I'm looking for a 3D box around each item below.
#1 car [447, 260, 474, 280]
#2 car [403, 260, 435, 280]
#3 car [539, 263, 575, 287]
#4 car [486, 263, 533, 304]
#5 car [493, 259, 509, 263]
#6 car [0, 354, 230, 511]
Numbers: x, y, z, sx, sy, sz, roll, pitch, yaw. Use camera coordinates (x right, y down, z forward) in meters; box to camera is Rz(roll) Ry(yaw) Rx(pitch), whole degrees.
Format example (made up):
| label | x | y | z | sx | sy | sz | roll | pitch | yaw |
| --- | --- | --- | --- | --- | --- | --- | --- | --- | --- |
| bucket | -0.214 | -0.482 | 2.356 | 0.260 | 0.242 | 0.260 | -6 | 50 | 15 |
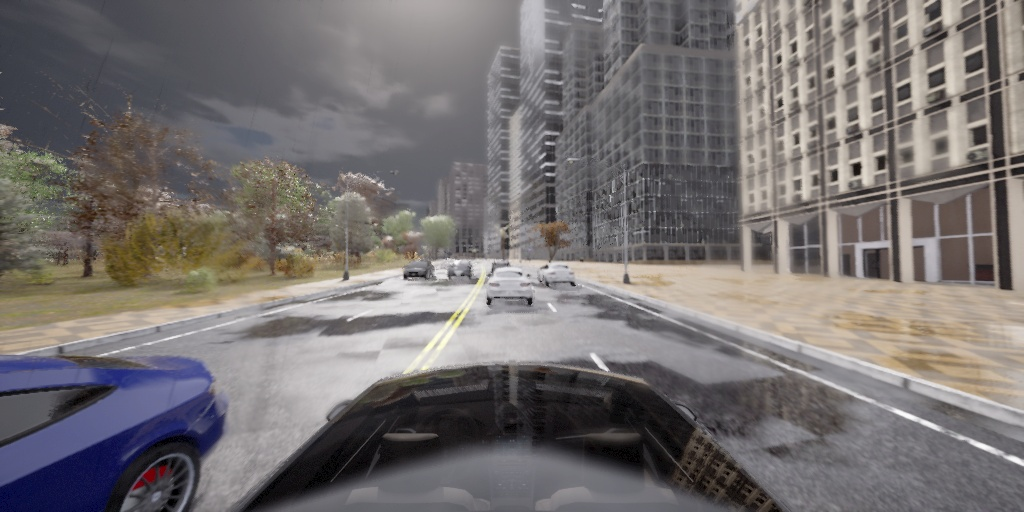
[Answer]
| label | x | y | z | sx | sy | sz | roll | pitch | yaw |
| --- | --- | --- | --- | --- | --- | --- | --- | --- | --- |
| car | -4.141 | 1.074 | 29.264 | 2.128 | 1.511 | 4.902 | 0 | 0 | -3 |
| car | -7.370 | 1.090 | 28.790 | 1.837 | 1.490 | 4.892 | 0 | 0 | -3 |
| car | 2.853 | 1.143 | 23.220 | 1.812 | 1.442 | 4.674 | 0 | 0 | -2 |
| car | -0.135 | 1.189 | 15.594 | 1.812 | 1.442 | 4.674 | 0 | 0 | -1 |
| car | -1.058 | 1.043 | 35.019 | 2.128 | 1.511 | 4.902 | 0 | 0 | -4 |
| car | -3.325 | 1.287 | 1.187 | 1.812 | 1.442 | 4.674 | 0 | 0 | 1 |
